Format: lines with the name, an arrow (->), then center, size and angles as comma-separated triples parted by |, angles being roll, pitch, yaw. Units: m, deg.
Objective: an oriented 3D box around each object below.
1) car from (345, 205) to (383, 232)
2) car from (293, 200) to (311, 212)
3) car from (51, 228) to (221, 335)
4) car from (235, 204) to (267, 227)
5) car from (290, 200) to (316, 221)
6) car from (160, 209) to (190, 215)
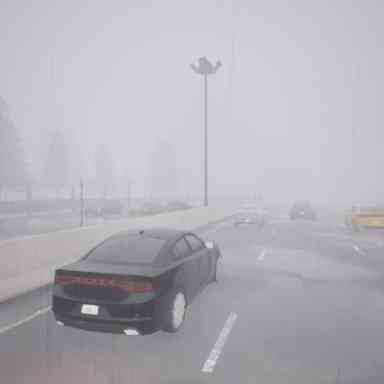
car -> 10.601, 1.502, 20.246 | 1.882, 1.535, 5.008 | 0, 0, 17
car -> 13.576, 1.662, 40.859 | 1.895, 1.301, 4.718 | 0, 0, 21
car -> -0.698, 1.493, 6.981 | 1.882, 1.535, 5.008 | 0, 0, 17
car -> 4.178, 1.566, 23.194 | 1.812, 1.442, 4.674 | 0, 0, 17
car -> 9.149, 1.605, 27.583 | 1.994, 1.385, 4.181 | 0, 0, 17
car -> -1.512, 1.553, 29.194 | 2.128, 1.511, 4.902 | 0, 0, 17
